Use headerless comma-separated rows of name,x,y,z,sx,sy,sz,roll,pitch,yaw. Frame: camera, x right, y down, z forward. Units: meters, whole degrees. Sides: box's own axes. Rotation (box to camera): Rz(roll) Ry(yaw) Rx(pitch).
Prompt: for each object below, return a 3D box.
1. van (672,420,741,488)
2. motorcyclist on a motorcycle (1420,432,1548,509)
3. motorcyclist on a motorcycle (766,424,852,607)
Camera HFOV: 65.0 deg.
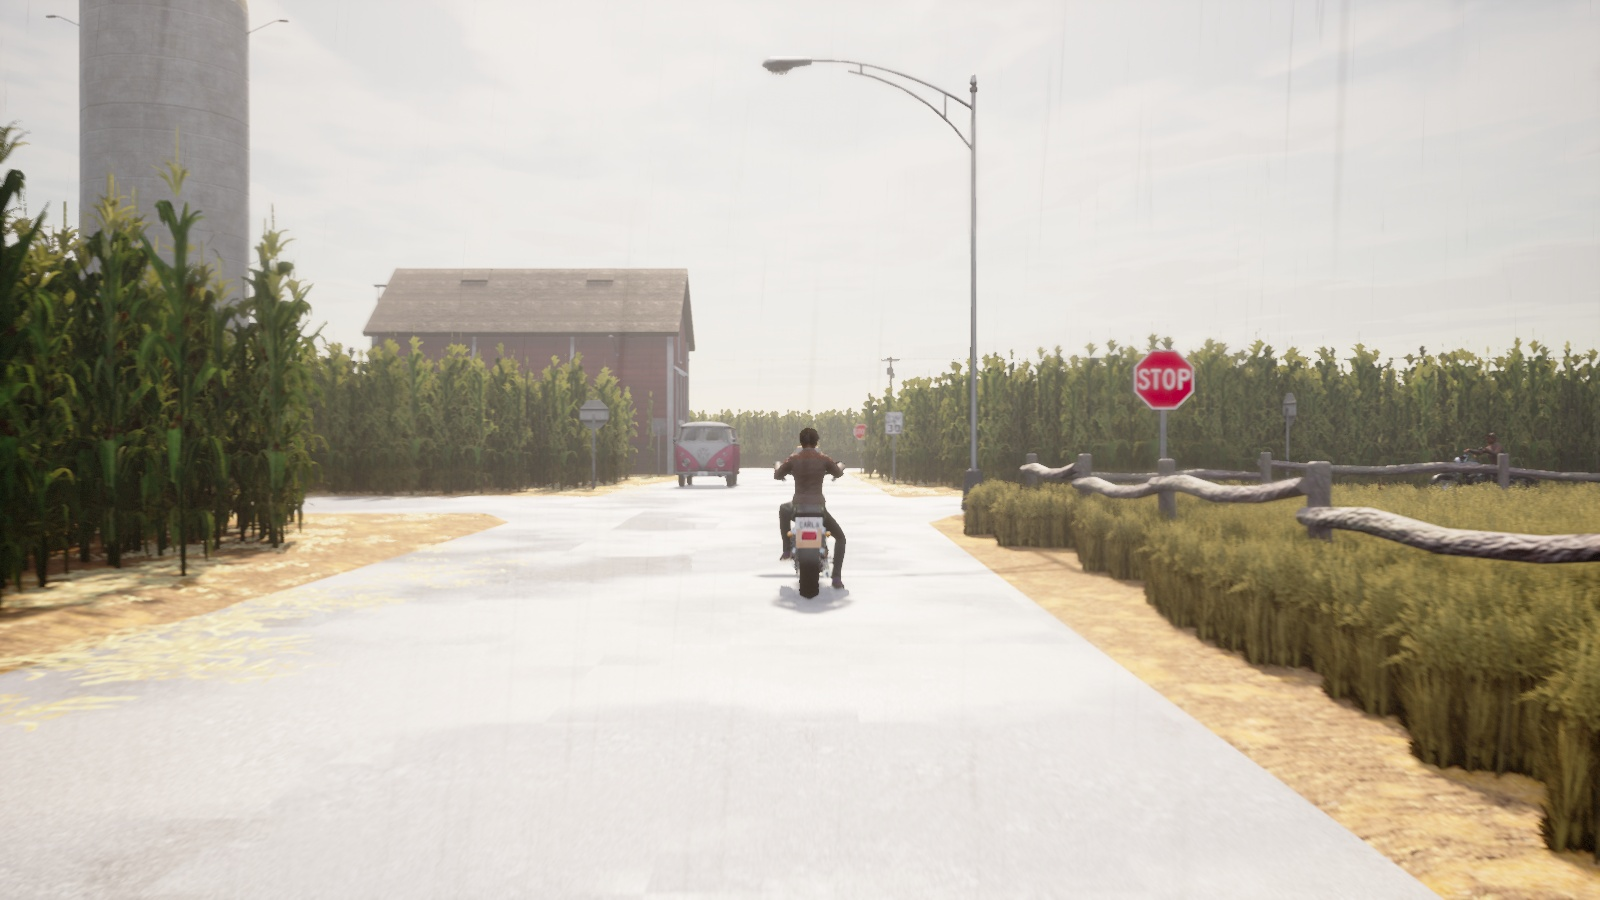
van,-2.857,0.134,39.169,1.775,1.987,4.442,0,0,0
motorcyclist on a motorcycle,14.910,0.443,27.407,2.350,1.649,0.766,0,0,1
motorcyclist on a motorcycle,0.088,0.582,12.481,0.766,1.649,2.350,0,0,0
